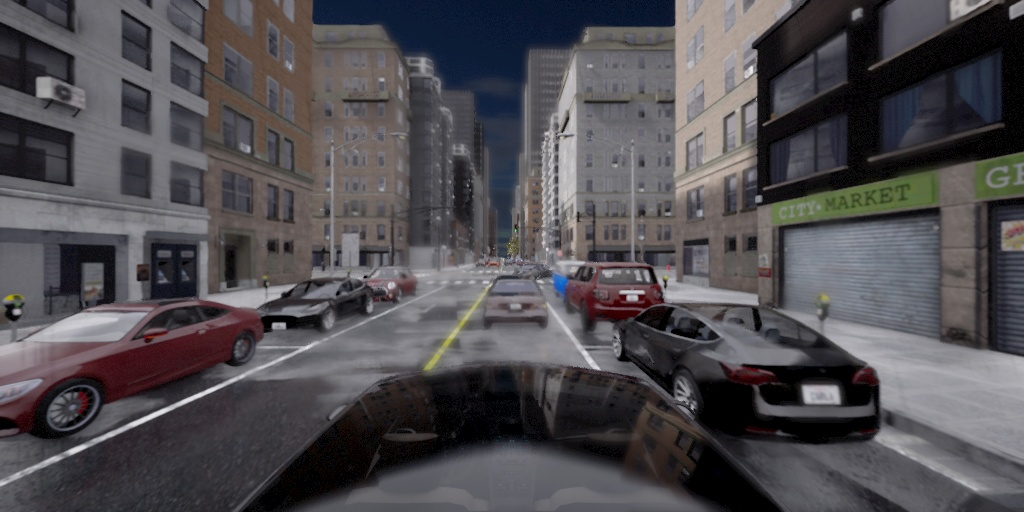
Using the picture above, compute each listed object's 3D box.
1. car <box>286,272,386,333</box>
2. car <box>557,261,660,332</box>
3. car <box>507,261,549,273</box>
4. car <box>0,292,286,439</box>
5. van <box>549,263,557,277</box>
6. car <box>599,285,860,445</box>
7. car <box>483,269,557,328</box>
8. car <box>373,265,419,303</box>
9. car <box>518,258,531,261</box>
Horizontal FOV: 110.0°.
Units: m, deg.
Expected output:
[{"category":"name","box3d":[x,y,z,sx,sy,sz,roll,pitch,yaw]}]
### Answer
[{"category":"car","box3d":[-5.666,1.338,10.904,1.948,1.339,4.313,0,0,0]},{"category":"car","box3d":[2.860,1.086,10.909,2.192,1.841,5.009,0,0,0]},{"category":"car","box3d":[2.087,1.355,30.504,2.033,1.411,5.357,0,0,32]},{"category":"car","box3d":[-5.668,1.341,5.379,1.802,1.307,4.207,0,0,0]},{"category":"van","box3d":[2.861,1.125,16.432,1.690,1.789,3.998,0,0,0]},{"category":"car","box3d":[2.858,1.324,5.385,1.948,1.339,4.313,0,0,0]},{"category":"car","box3d":[0.101,1.321,11.478,2.033,1.411,5.357,0,0,0]},{"category":"car","box3d":[-5.665,1.225,16.429,1.967,1.591,4.097,0,0,0]},{"category":"car","box3d":[2.586,1.354,60.321,1.967,1.591,4.097,0,0,-1]}]
